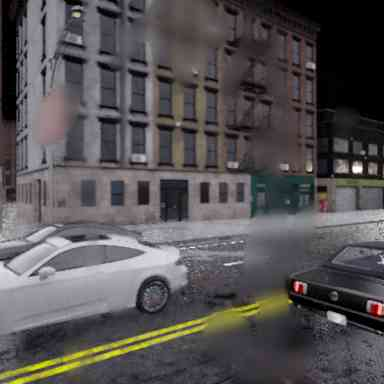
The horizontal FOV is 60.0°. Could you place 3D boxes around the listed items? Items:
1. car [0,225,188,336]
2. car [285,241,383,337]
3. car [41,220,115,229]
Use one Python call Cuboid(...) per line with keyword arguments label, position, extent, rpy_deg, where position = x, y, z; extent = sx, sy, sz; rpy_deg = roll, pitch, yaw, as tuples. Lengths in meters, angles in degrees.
Cuboid(label="car", position=(-2.251, 1.531, 6.071), extent=(4.674, 1.442, 1.812), rpy_deg=(0, 0, -35))
Cuboid(label="car", position=(3.984, 1.603, 6.275), extent=(4.718, 1.301, 1.895), rpy_deg=(0, 0, -35))
Cuboid(label="car", position=(-3.491, 1.534, 9.179), extent=(4.674, 1.442, 1.812), rpy_deg=(0, 0, -35))
